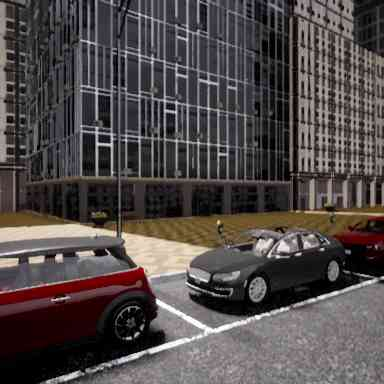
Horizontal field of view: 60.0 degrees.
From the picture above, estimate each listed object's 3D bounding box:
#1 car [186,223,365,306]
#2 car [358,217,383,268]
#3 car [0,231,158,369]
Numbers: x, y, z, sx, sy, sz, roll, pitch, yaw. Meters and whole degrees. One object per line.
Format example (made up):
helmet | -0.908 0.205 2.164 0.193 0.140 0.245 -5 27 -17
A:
car | 1.894 1.534 7.893 4.403 1.369 2.008 0 0 -35
car | 6.407 1.513 11.092 4.507 1.381 1.887 0 0 -35
car | -2.619 1.439 4.694 4.097 1.590 1.967 0 0 -35
